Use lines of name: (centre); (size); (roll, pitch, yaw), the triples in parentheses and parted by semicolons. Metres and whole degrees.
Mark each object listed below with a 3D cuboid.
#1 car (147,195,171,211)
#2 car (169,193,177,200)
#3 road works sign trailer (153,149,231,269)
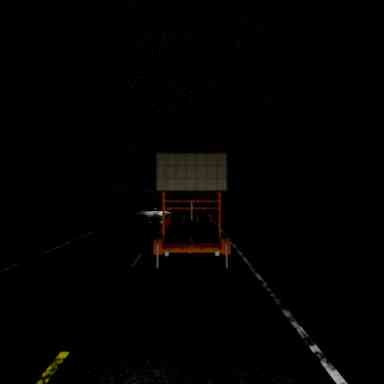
car: (-3.865, 1.364, 37.284); (2.033, 1.411, 5.357); (0, 0, -1)
car: (-4.569, 1.082, 77.807); (1.882, 1.535, 5.008); (0, 0, -2)
road works sign trailer: (-0.010, 0.409, 10.930); (2.380, 3.560, 2.880); (0, 0, -1)
